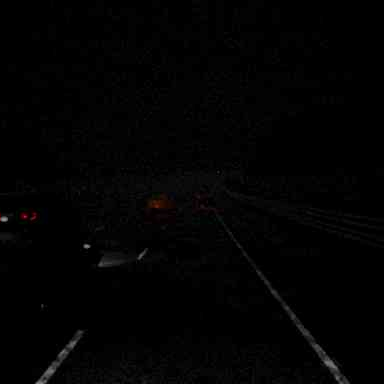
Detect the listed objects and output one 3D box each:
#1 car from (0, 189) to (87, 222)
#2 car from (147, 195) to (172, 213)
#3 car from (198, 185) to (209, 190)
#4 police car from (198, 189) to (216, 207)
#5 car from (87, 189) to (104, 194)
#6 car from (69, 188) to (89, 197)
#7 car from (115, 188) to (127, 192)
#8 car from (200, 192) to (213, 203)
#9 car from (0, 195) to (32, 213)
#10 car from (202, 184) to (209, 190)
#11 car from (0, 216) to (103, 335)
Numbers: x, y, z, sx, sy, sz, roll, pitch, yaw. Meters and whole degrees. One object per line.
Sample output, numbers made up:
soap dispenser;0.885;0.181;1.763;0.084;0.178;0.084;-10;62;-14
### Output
car;-6.781;1.042;14.765;2.150;2.045;5.566;0;1;1
car;-2.940;1.040;31.059;1.882;1.535;5.008;0;1;2
car;2.331;-0.194;72.833;1.812;1.442;4.674;0;3;4
police car;1.741;0.858;38.861;1.930;1.638;5.238;0;1;2
car;-19.071;0.065;66.365;1.882;1.535;5.008;0;2;3
car;-22.565;0.052;66.580;1.882;1.535;5.008;0;2;3
car;-15.248;-0.137;71.730;2.128;1.511;4.902;0;3;3
car;2.117;0.754;48.630;1.812;1.442;4.674;0;1;2
car;-17.129;1.045;31.134;1.837;1.490;4.892;0;1;2
car;3.792;-1.298;93.196;1.837;1.490;4.892;0;3;5
car;-3.367;1.474;6.651;2.033;1.411;5.357;0;1;0
